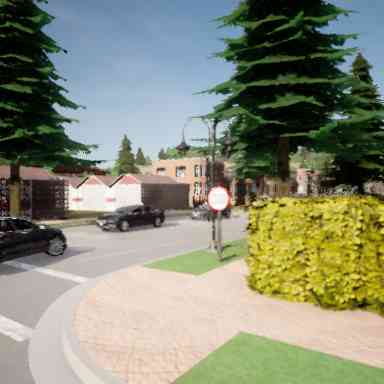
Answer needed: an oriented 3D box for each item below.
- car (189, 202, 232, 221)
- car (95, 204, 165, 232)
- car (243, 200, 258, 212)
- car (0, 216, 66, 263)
[{"bbox_3d":[1.665,1.553,27.923,1.812,1.442,4.674,0,0,36],"label":"car"},{"bbox_3d":[-3.671,1.533,20.443,1.837,1.490,4.892,0,0,35],"label":"car"},{"bbox_3d":[7.515,1.573,35.650,2.033,1.411,5.357,0,0,38],"label":"car"},{"bbox_3d":[-5.972,1.527,10.406,1.837,1.490,4.892,-5,-1,14],"label":"car"}]
